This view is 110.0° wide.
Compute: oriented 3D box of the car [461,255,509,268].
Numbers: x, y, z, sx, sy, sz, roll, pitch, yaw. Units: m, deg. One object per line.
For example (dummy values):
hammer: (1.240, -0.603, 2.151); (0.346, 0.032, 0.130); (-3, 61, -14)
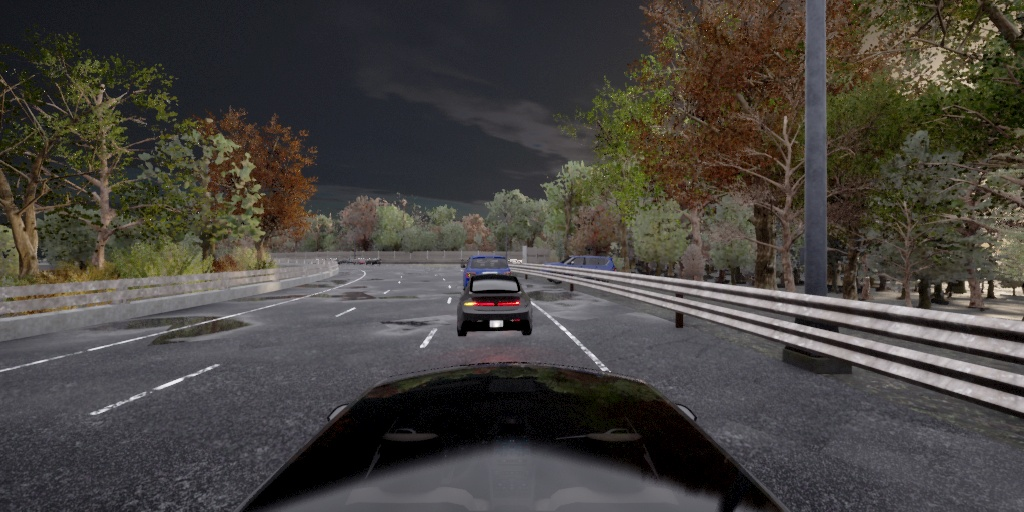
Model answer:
car: (-1.327, 0.971, 17.832); (2.150, 2.045, 5.566); (0, 0, -8)

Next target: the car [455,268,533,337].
car: (-0.557, 1.255, 10.359); (1.837, 1.490, 4.892); (0, 0, -5)

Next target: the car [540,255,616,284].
car: (4.830, 0.957, 26.144); (5.566, 2.045, 2.150); (3, 1, -8)
